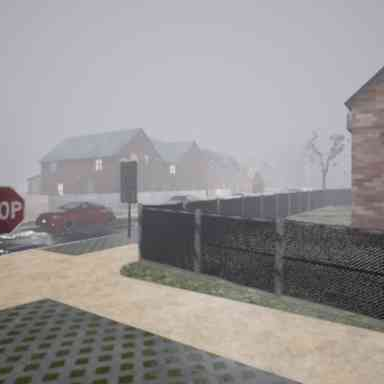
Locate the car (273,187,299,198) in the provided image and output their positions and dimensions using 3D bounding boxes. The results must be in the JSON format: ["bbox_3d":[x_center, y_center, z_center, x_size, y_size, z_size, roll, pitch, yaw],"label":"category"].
[{"bbox_3d":[13.427,0.014,47.424,2.033,1.411,5.357,0,1,34],"label":"car"}]

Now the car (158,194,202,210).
[{"bbox_3d":[-0.839,0.935,26.092,1.812,1.442,4.674,0,1,34],"label":"car"}]

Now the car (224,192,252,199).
[{"bbox_3d":[4.936,0.689,34.791,1.812,1.442,4.674,0,1,33],"label":"car"}]

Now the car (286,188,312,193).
[{"bbox_3d":[13.515,0.270,42.485,2.097,1.767,4.553,0,1,34],"label":"car"}]

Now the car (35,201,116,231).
[{"bbox_3d":[-6.187,1.205,18.024,1.994,1.385,4.181,0,1,34],"label":"car"}]
